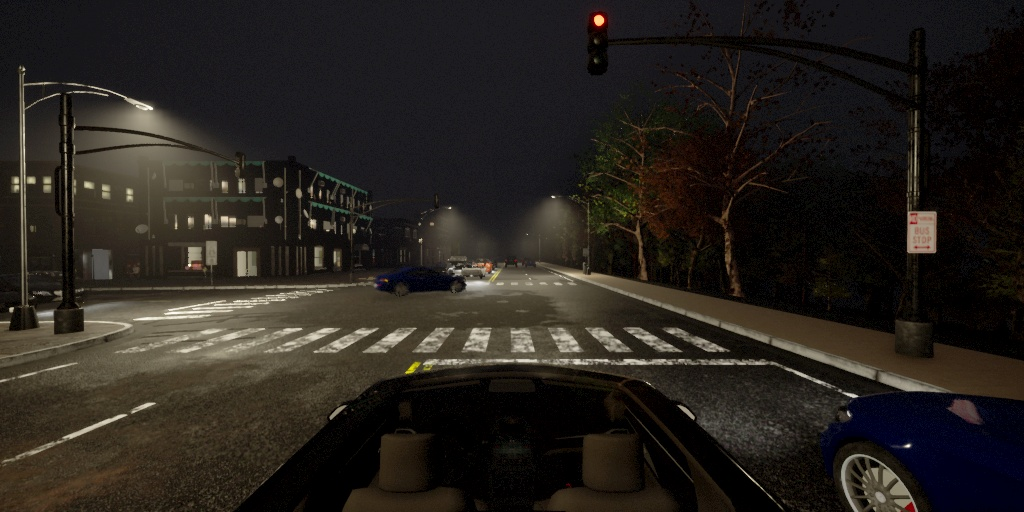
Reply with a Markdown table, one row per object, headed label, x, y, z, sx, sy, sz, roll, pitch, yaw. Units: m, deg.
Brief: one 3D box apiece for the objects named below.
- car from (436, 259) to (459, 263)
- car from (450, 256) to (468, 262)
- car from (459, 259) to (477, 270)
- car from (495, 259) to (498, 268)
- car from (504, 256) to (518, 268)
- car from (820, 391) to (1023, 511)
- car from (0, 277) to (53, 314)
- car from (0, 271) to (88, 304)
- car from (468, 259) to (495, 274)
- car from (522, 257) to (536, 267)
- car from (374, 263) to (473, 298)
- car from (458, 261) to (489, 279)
| label | x | y | z | sx | sy | sz | roll | pitch | yaw |
| --- | --- | --- | --- | --- | --- | --- | --- | --- | --- |
| car | -6.656 | 1.287 | 34.008 | 2.033 | 1.411 | 5.357 | 0 | 0 | 0 |
| car | -6.670 | 0.957 | 44.245 | 2.150 | 2.045 | 5.566 | 0 | 0 | 0 |
| car | -6.691 | 1.222 | 54.648 | 2.128 | 1.511 | 4.902 | 0 | 0 | 0 |
| car | -3.432 | 1.224 | 51.293 | 2.128 | 1.511 | 4.902 | 0 | 0 | 0 |
| car | -0.127 | 0.948 | 62.936 | 2.150 | 2.045 | 5.566 | 0 | 0 | 0 |
| car | 3.358 | 1.276 | 0.895 | 1.812 | 1.442 | 4.674 | 0 | 0 | 1 |
| car | -19.969 | 1.565 | 12.862 | 4.313 | 1.339 | 1.948 | 0 | 0 | 0 |
| car | -21.489 | 1.515 | 15.568 | 4.674 | 1.442 | 1.812 | -1 | 1 | 1 |
| car | -3.419 | 1.088 | 41.261 | 2.097 | 1.767 | 4.553 | 0 | 0 | 0 |
| car | 3.232 | 1.273 | 63.700 | 2.033 | 1.411 | 5.357 | 0 | 0 | 0 |
| car | -4.671 | 1.270 | 18.588 | 4.674 | 1.442 | 1.812 | 0 | 1 | -32 |
| car | -3.405 | 1.341 | 32.289 | 1.895 | 1.301 | 4.718 | 0 | 0 | 0 |
